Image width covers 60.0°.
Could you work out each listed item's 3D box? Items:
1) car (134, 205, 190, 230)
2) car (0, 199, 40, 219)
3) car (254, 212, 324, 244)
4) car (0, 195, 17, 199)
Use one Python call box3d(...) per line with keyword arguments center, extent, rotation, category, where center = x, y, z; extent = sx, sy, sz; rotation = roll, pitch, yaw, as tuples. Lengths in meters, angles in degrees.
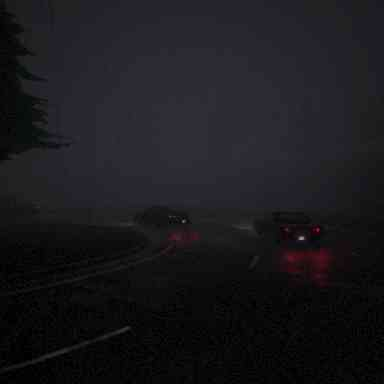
box3d(center=(-2.007, 1.572, 21.755), extent=(1.812, 1.442, 4.674), rotation=(1, -1, -40), category="car")
box3d(center=(-15.841, 1.587, 28.865), extent=(4.902, 1.511, 2.128), rotation=(0, 0, -11), category="car")
box3d(center=(4.415, 1.620, 16.039), extent=(1.895, 1.301, 4.718), rotation=(0, 0, -4), category="car")
box3d(center=(-19.493, 1.326, 31.605), extent=(5.566, 2.045, 2.150), rotation=(-1, 0, -16), category="car")
